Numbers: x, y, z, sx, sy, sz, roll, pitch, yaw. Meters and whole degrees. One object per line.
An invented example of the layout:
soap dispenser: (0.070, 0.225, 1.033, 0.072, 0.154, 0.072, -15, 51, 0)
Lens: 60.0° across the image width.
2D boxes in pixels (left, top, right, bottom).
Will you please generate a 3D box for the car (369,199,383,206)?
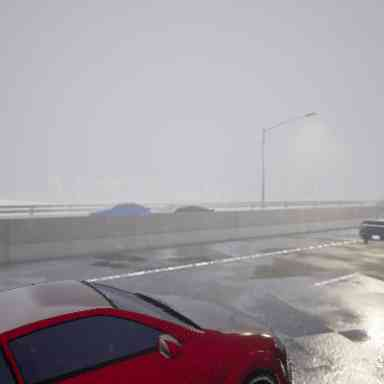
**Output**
car: (28.063, 1.844, 48.981, 4.902, 1.511, 2.128, 1, 0, -34)

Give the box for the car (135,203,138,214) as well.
car: (-1.171, 1.632, 24.615, 5.357, 1.411, 2.033, 0, 0, -35)

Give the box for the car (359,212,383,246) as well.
car: (9.302, 1.591, 14.626, 4.902, 1.511, 2.128, 0, 0, -35)

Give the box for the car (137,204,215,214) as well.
car: (-0.565, 1.550, 20.757, 5.008, 1.535, 1.882, 1, 0, -35)

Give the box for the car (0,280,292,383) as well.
car: (-1.006, 1.569, 3.022, 4.181, 1.385, 1.994, 0, 0, -36)

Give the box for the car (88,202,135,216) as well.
car: (-5.483, 1.544, 25.854, 5.008, 1.535, 1.882, 0, 0, -35)
